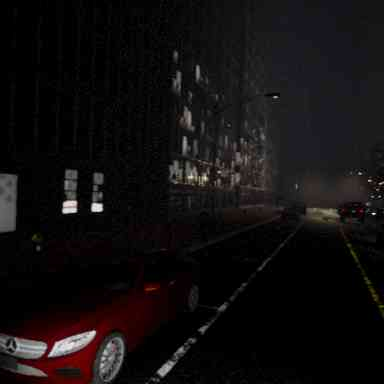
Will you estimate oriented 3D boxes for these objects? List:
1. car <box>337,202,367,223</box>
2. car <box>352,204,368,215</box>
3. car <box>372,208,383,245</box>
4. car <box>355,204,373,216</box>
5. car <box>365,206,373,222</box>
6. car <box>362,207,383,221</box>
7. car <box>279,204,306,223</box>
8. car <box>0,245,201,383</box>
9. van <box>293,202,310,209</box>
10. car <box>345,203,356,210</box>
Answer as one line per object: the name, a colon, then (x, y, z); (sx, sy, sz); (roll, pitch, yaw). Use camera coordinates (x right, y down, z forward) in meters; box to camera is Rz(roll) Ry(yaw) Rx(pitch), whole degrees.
car: (16.983, 2.075, 35.314); (2.150, 2.045, 5.566); (2, -1, 22)
car: (27.807, 2.793, 55.146); (1.967, 1.590, 4.097); (2, 0, 22)
car: (9.926, 1.812, 15.324); (2.097, 1.767, 4.553); (2, -1, 22)
car: (25.690, 2.687, 49.863); (1.967, 1.590, 4.097); (2, 0, 22)
car: (19.336, 2.477, 34.012); (2.008, 1.369, 4.403); (2, 0, 22)
car: (21.453, 2.586, 39.296); (2.008, 1.369, 4.403); (2, 0, 22)
car: (9.446, 2.128, 31.852); (2.008, 1.369, 4.403); (2, 0, 22)
car: (-1.138, 1.589, 5.436); (1.802, 1.307, 4.206); (2, -1, 22)
van: (13.687, 2.138, 42.420); (1.690, 1.788, 3.998); (2, 0, 22)
car: (36.271, 3.313, 76.278); (1.887, 1.381, 4.507); (2, 0, 22)
